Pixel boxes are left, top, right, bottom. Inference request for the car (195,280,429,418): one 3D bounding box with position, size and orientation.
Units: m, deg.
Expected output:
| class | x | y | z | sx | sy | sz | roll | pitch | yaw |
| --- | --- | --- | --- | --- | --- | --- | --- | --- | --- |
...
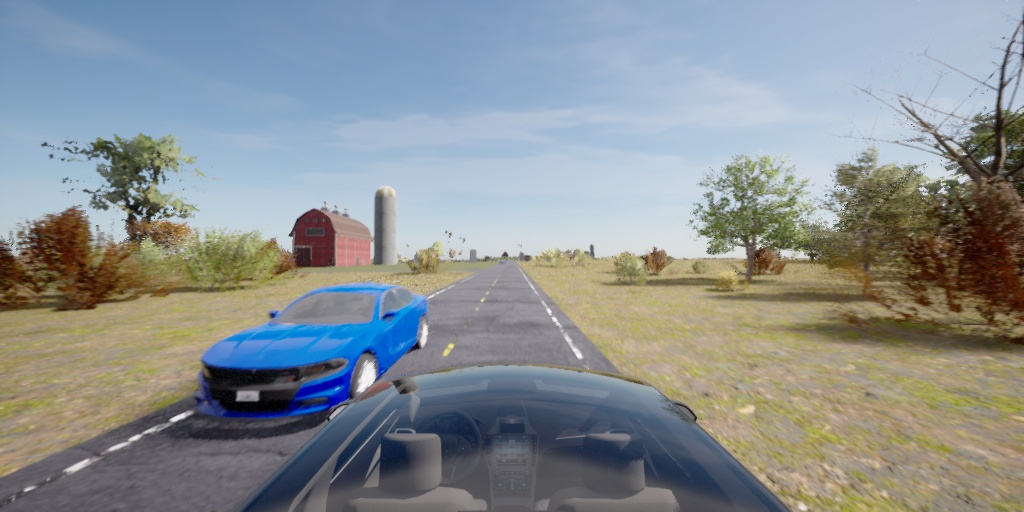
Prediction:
| class | x | y | z | sx | sy | sz | roll | pitch | yaw |
| --- | --- | --- | --- | --- | --- | --- | --- | --- | --- |
| car | -2.851 | 1.246 | 6.367 | 1.882 | 1.535 | 5.008 | 0 | 0 | 0 |
